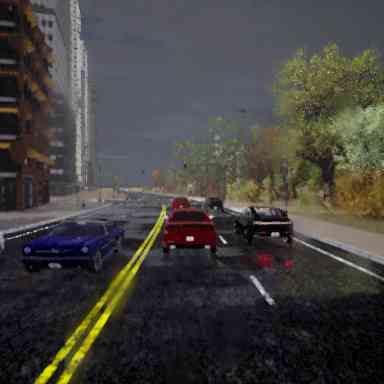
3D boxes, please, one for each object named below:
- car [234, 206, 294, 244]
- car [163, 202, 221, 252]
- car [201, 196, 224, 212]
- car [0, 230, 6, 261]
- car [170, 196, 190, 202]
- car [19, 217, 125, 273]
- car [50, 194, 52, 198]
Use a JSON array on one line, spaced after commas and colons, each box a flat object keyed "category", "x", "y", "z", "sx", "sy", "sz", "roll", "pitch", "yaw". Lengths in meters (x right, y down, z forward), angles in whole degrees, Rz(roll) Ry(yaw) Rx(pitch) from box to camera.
[{"category": "car", "x": 3.074, "y": 1.371, "z": 14.971, "sx": 2.128, "sy": 1.511, "sz": 4.902, "roll": 0, "pitch": 0, "yaw": -2}, {"category": "car", "x": -0.131, "y": 1.375, "z": 13.426, "sx": 1.882, "sy": 1.535, "sz": 5.008, "roll": 0, "pitch": 0, "yaw": -2}, {"category": "car", "x": 2.094, "y": 1.231, "z": 34.133, "sx": 1.837, "sy": 1.490, "sz": 4.892, "roll": 0, "pitch": 0, "yaw": -4}, {"category": "car", "x": -6.673, "y": 1.469, "z": 8.556, "sx": 1.812, "sy": 1.442, "sz": 4.674, "roll": 0, "pitch": 0, "yaw": -1}, {"category": "car", "x": -1.217, "y": 1.203, "z": 34.892, "sx": 1.882, "sy": 1.535, "sz": 5.008, "roll": 0, "pitch": 0, "yaw": -4}, {"category": "car", "x": -3.446, "y": 1.525, "z": 10.508, "sx": 1.895, "sy": 1.301, "sz": 4.718, "roll": 0, "pitch": 0, "yaw": -1}, {"category": "car", "x": -27.890, "y": 0.616, "z": 60.570, "sx": 4.097, "sy": 1.590, "sz": 1.967, "roll": 1, "pitch": 0, "yaw": -14}]
